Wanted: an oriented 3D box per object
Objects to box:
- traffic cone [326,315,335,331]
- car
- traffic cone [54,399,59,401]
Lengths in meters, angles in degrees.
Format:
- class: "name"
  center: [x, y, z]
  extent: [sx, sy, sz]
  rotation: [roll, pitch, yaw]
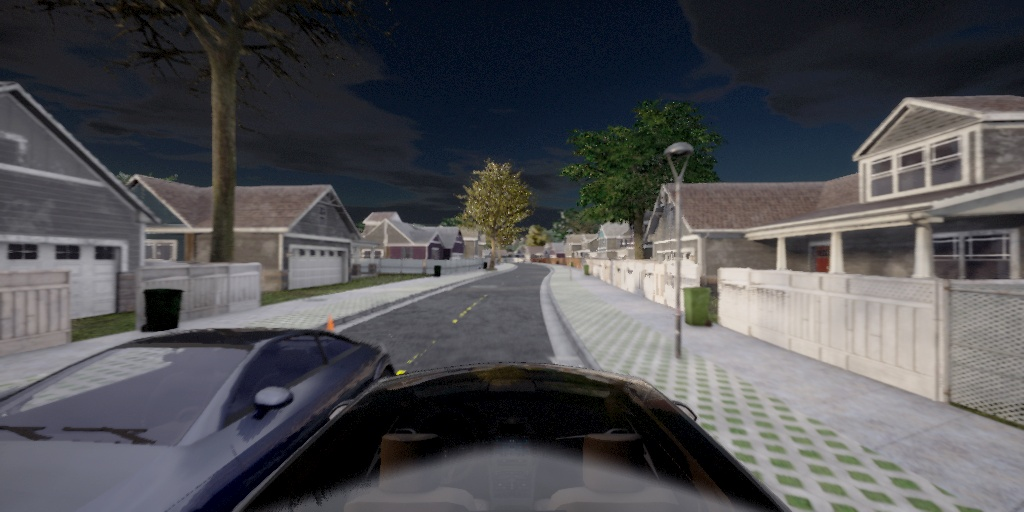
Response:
- class: "traffic cone"
  center: [-4.323, 1.700, 8.536]
  extent: [0.340, 0.580, 0.340]
  rotation: [0, 0, 2]
- class: "car"
  center: [-2.418, 1.308, 2.739]
  extent: [1.994, 1.385, 4.181]
  rotation: [0, 0, 0]
- class: "traffic cone"
  center: [-4.429, 1.695, 3.486]
  extent: [0.340, 0.580, 0.340]
  rotation: [0, 0, 1]
